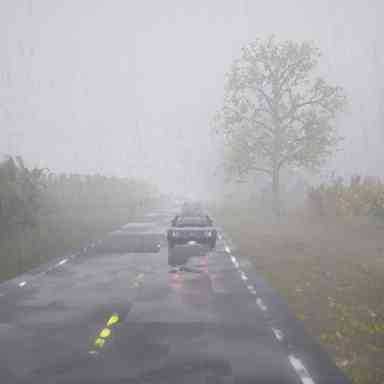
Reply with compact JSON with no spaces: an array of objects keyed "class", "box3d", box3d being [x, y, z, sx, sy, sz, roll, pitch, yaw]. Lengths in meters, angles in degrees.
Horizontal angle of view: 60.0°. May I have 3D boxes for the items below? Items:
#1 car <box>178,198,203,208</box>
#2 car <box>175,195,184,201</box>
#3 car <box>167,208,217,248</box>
[{"class":"car","box3d":[0.000,1.529,29.650,2.033,1.411,5.357,0,0,0]},{"class":"car","box3d":[-2.750,1.322,75.960,1.994,1.385,4.181,0,0,0]},{"class":"car","box3d":[0.000,1.605,14.681,1.895,1.301,4.718,0,0,0]}]
